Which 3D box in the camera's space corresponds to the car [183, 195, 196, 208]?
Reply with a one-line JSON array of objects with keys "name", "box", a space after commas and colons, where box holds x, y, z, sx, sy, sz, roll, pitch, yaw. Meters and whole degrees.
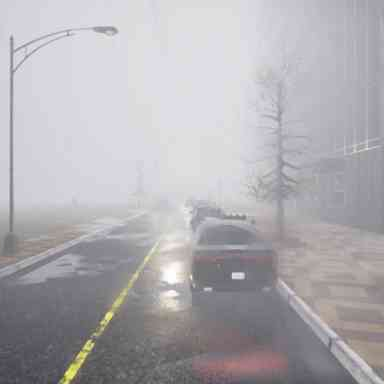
[{"name": "car", "box": [-0.013, 1.511, 46.523, 1.812, 1.442, 4.674, 0, 0, 0]}]

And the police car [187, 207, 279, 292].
[{"name": "police car", "box": [0.893, 1.423, 9.031, 1.930, 1.638, 5.238, 0, 0, 0]}]

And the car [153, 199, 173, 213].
[{"name": "car", "box": [-3.128, 1.514, 36.606, 1.812, 1.442, 4.674, 0, 0, 0]}]

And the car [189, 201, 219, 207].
[{"name": "car", "box": [0.884, 1.500, 18.921, 1.837, 1.490, 4.892, 0, 0, 0]}]

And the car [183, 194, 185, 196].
[{"name": "car", "box": [-0.045, 1.332, 59.948, 2.097, 1.767, 4.553, 0, 0, 0]}]

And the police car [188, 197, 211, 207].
[{"name": "police car", "box": [0.880, 1.418, 25.032, 1.930, 1.638, 5.238, 0, 0, 0]}]
